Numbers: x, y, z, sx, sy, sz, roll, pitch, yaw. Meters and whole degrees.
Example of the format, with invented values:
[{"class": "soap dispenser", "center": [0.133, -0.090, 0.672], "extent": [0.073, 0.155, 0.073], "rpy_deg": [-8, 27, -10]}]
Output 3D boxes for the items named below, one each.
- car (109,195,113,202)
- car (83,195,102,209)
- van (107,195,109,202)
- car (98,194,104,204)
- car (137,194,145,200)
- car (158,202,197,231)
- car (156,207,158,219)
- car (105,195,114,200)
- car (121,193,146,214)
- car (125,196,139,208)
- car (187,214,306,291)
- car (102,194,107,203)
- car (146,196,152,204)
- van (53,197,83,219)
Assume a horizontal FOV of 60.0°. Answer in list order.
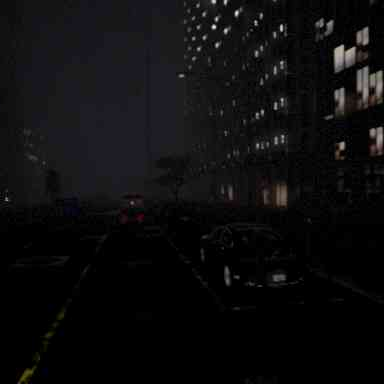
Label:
[{"class": "car", "center": [-19.221, 1.504, 73.620], "extent": [1.887, 1.381, 4.507], "rpy_deg": [-2, 0, -10]}, {"class": "car", "center": [-14.089, 1.551, 45.967], "extent": [2.008, 1.369, 4.403], "rpy_deg": [-2, 1, -10]}, {"class": "van", "center": [-17.176, 1.315, 62.557], "extent": [1.690, 1.788, 3.998], "rpy_deg": [-2, 0, -10]}, {"class": "car", "center": [-15.086, 1.516, 51.331], "extent": [1.752, 1.417, 4.829], "rpy_deg": [-2, 1, -10]}, {"class": "car", "center": [-12.948, 1.307, 83.939], "extent": [1.812, 1.442, 4.674], "rpy_deg": [-1, 0, -11]}, {"class": "car", "center": [-0.718, 1.455, 19.843], "extent": [1.947, 1.339, 4.313], "rpy_deg": [-2, 1, -10]}, {"class": "car", "center": [-1.745, 1.440, 25.374], "extent": [1.947, 1.339, 4.313], "rpy_deg": [-2, 1, -10]}, {"class": "car", "center": [-22.301, 1.492, 90.212], "extent": [2.008, 1.369, 4.403], "rpy_deg": [-2, 0, -10]}, {"class": "car", "center": [-6.282, 1.127, 35.285], "extent": [2.150, 2.045, 5.566], "rpy_deg": [-1, 0, -9]}, {"class": "car", "center": [-8.647, 1.357, 47.977], "extent": [1.882, 1.535, 5.008], "rpy_deg": [-1, 1, -10]}, {"class": "car", "center": [1.334, 1.471, 8.781], "extent": [2.008, 1.369, 4.403], "rpy_deg": [-2, 1, -10]}, {"class": "car", "center": [-16.142, 1.527, 57.029], "extent": [1.887, 1.381, 4.507], "rpy_deg": [-2, 0, -10]}, {"class": "car", "center": [-7.904, 1.390, 58.558], "extent": [1.802, 1.307, 4.206], "rpy_deg": [-2, 1, -10]}, {"class": "van", "center": [-11.017, 1.376, 29.374], "extent": [1.690, 1.788, 3.998], "rpy_deg": [-2, 1, -10]}]
